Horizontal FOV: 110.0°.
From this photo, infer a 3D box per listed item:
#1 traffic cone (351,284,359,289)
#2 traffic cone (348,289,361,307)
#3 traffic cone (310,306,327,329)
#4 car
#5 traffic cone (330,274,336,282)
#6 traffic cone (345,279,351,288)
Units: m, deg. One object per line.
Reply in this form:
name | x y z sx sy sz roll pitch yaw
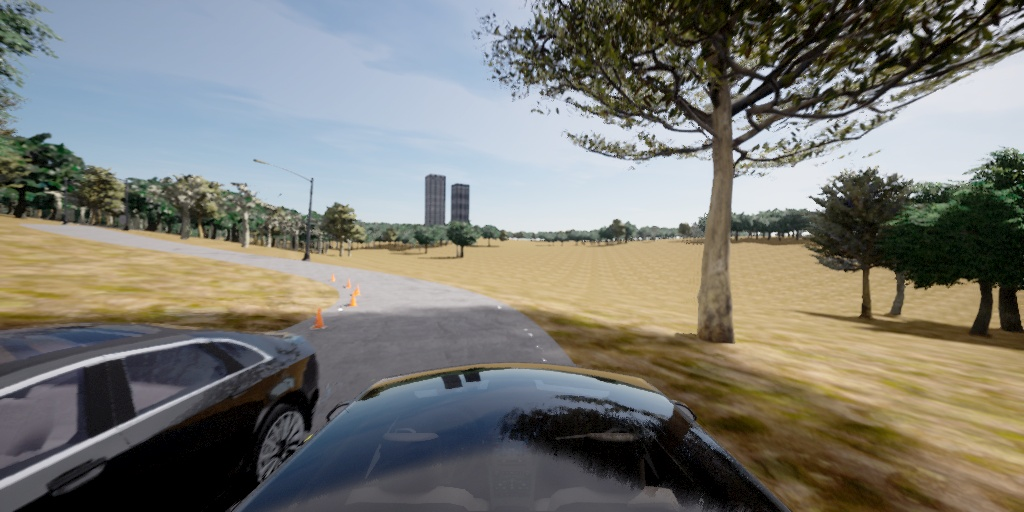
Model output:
traffic cone | -8.060 1.754 18.695 0.340 0.580 0.340 0 0 -25
traffic cone | -6.385 1.728 14.400 0.340 0.580 0.340 0 0 -17
traffic cone | -5.341 1.692 9.909 0.340 0.580 0.340 0 0 -9
car | -2.788 1.192 1.600 2.128 1.511 4.902 1 0 -1
traffic cone | -13.151 1.578 26.341 0.340 0.580 0.340 0 0 -42
traffic cone | -10.331 1.717 22.702 0.340 0.580 0.340 0 0 -34
